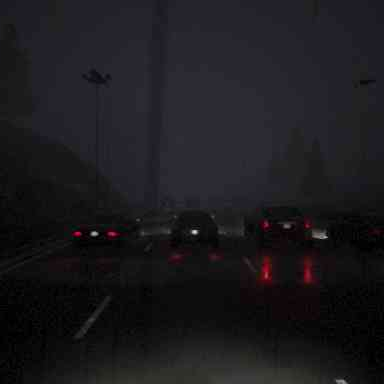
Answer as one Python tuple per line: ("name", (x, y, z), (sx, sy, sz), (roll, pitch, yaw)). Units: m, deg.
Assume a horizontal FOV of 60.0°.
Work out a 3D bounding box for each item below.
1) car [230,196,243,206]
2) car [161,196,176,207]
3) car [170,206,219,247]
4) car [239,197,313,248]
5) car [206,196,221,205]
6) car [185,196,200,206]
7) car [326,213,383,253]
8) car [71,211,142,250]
("car", (7.060, 1.334, 51.054), (1.837, 1.490, 4.892), (0, 0, -1))
("car", (-3.402, 1.342, 48.446), (1.837, 1.490, 4.892), (0, 0, 0))
("car", (0.100, 1.514, 14.830), (1.994, 1.385, 4.181), (0, 0, 0))
("car", (3.600, 1.304, 14.716), (2.097, 1.767, 4.553), (0, 0, 0))
("car", (3.442, 1.386, 53.482), (1.994, 1.385, 4.181), (0, 0, -3))
("car", (0.100, 1.339, 45.746), (2.128, 1.511, 4.902), (0, 0, 0))
("car", (7.100, 1.519, 13.517), (1.994, 1.385, 4.181), (0, 0, 0))
("car", (-3.400, 1.500, 14.107), (2.033, 1.411, 5.357), (0, 0, 0))
